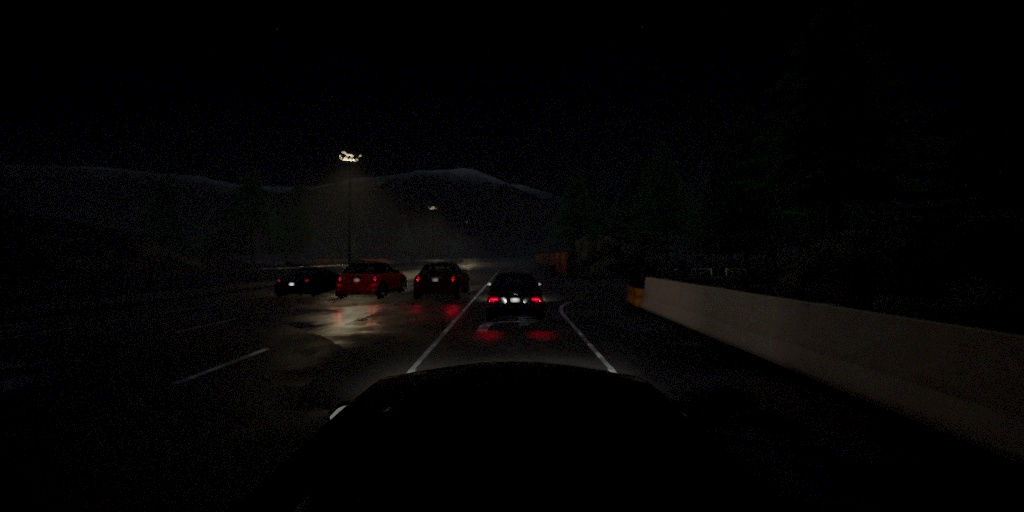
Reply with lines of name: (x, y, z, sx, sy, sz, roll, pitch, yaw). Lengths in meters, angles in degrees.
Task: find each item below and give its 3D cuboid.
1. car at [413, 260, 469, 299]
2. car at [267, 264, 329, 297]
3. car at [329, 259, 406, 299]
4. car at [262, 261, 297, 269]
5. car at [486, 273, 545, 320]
car: (-3.407, 1.088, 18.071, 2.097, 1.767, 4.553, 0, 0, 0)
car: (-10.407, 1.299, 18.932, 1.994, 1.385, 4.181, 0, 0, 0)
car: (-6.908, 1.088, 18.079, 2.097, 1.767, 4.553, 0, 0, 0)
car: (-24.599, 1.243, 38.429, 1.812, 1.442, 4.674, 0, 0, 0)
car: (0.089, 1.288, 12.628, 2.033, 1.411, 5.357, 0, 0, 0)
